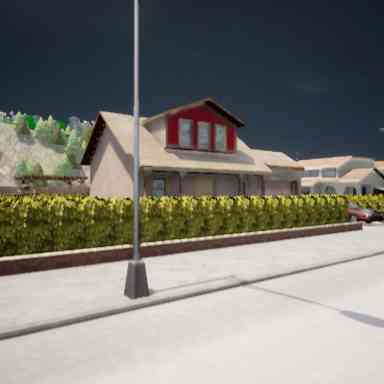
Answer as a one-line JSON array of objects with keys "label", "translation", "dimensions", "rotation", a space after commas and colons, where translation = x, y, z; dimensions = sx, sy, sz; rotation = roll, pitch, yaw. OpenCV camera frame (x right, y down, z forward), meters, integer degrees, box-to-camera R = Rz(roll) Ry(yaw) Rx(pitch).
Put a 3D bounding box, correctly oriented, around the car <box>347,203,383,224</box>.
[{"label": "car", "translation": [9.817, 1.321, 22.399], "dimensions": [2.033, 1.415, 5.357], "rotation": [0, 0, -33]}]
